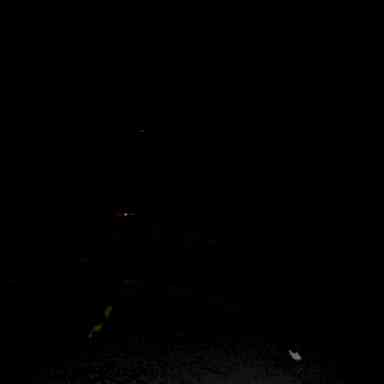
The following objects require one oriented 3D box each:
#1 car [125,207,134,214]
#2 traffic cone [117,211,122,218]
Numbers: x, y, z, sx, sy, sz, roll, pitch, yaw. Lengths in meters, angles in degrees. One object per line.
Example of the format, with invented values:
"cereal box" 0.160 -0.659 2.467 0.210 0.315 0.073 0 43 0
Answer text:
"car" -13.830 4.066 74.152 1.812 1.442 4.674 0 -3 -8
"traffic cone" -8.443 2.735 39.539 0.340 0.580 0.340 0 -2 -12
